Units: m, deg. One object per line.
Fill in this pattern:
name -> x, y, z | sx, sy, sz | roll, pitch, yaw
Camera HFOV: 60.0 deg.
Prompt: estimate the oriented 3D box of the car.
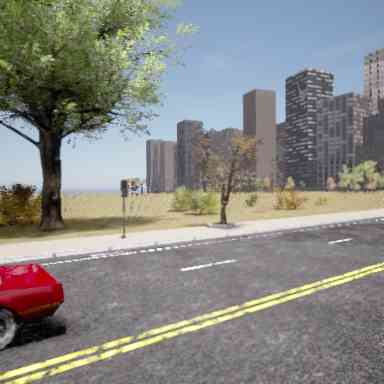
car -> -4.399, 1.623, 4.548 | 4.718, 1.301, 1.895 | -1, 0, -35
